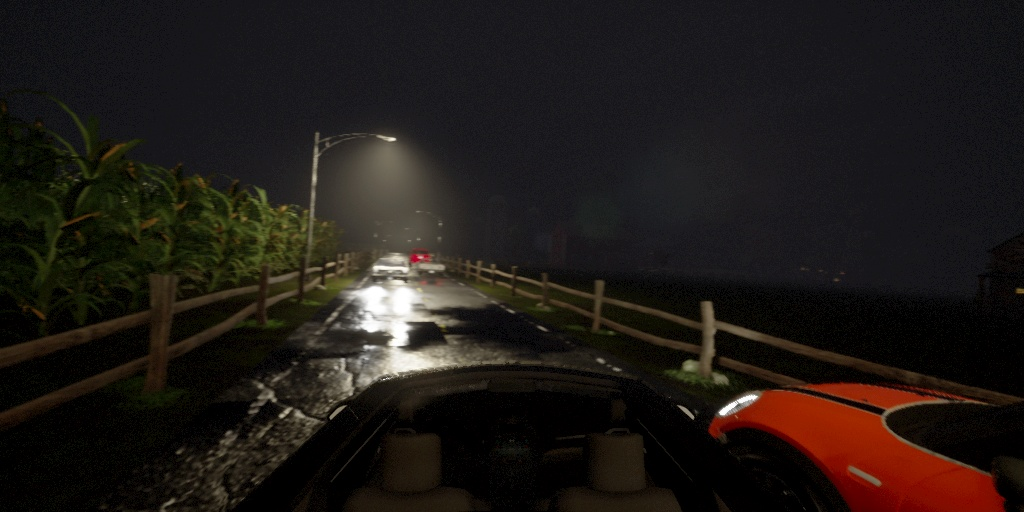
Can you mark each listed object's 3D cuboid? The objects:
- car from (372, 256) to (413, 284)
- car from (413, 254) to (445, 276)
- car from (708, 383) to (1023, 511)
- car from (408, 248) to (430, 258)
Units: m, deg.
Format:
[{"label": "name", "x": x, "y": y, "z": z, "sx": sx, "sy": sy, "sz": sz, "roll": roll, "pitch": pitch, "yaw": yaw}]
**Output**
[{"label": "car", "x": -6.982, "y": 0.810, "z": 20.721, "sx": 1.895, "sy": 1.301, "sz": 4.718, "roll": 4, "pitch": 0, "yaw": -18}, {"label": "car", "x": -6.560, "y": 0.826, "z": 28.443, "sx": 1.895, "sy": 1.301, "sz": 4.718, "roll": 4, "pitch": 0, "yaw": -18}, {"label": "car", "x": 3.176, "y": 1.322, "z": 1.400, "sx": 2.097, "sy": 1.767, "sz": 4.553, "roll": 4, "pitch": 0, "yaw": -18}, {"label": "car", "x": -10.286, "y": 0.173, "z": 39.595, "sx": 2.150, "sy": 2.045, "sz": 5.566, "roll": 4, "pitch": 1, "yaw": -18}]
